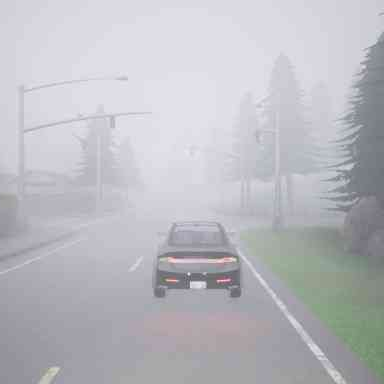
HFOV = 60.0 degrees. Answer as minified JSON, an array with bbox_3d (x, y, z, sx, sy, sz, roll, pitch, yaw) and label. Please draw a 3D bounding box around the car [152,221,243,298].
[{"bbox_3d":[0.118,1.491,8.517,2.128,1.511,4.902,0,0,0],"label":"car"}]
